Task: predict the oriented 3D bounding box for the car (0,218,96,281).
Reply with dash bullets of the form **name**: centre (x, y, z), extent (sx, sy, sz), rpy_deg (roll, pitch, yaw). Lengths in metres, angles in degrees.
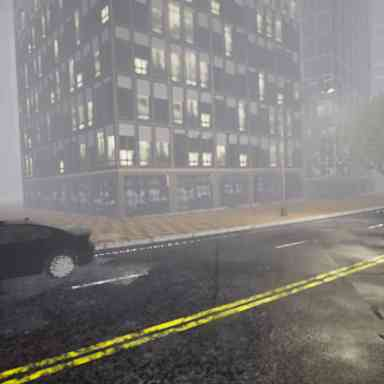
- **car**: centre (-4.959, 1.461, 8.206), extent (5.008, 1.535, 1.882), rpy_deg (-2, 1, -36)
